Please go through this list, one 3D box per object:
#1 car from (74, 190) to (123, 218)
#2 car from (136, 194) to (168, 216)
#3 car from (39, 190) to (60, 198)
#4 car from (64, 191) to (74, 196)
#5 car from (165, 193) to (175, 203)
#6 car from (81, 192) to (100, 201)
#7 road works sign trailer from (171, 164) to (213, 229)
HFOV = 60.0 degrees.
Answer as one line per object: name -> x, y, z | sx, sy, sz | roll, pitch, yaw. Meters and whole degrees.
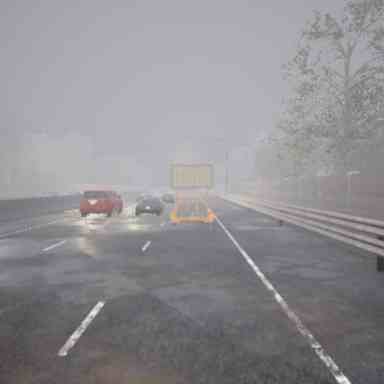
car -> -6.891, 0.836, 25.809 | 2.150, 2.045, 5.566 | 0, 1, 0
car -> -3.392, 1.153, 27.467 | 1.994, 1.385, 4.181 | 0, 1, 0
car -> -24.495, 0.525, 57.240 | 2.097, 1.767, 4.553 | 0, 1, 0
car -> -21.004, 0.627, 58.754 | 1.882, 1.535, 5.008 | 0, 1, 1
car -> -3.384, 0.851, 48.606 | 1.994, 1.385, 4.181 | 0, 1, 0
car -> -17.498, 0.696, 57.625 | 1.812, 1.442, 4.674 | 0, 1, 1
road works sign trailer -> 0.006, 0.177, 19.062 | 2.380, 3.560, 2.880 | 0, 1, 0
